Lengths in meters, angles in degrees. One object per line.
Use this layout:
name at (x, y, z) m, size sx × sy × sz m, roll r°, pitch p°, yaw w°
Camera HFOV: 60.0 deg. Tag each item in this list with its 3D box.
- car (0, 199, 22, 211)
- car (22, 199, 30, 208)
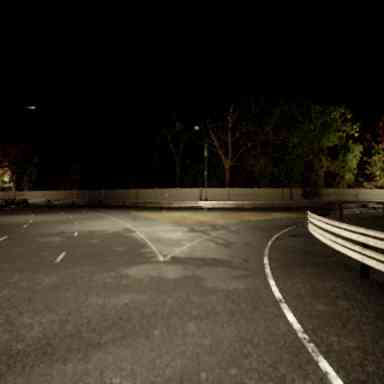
car at (-26.184, 1.879, 47.554) m, size 2.128 × 1.511 × 4.902 m, roll 0°, pitch -1°, yaw -35°
car at (-29.632, 1.957, 57.739) m, size 2.128 × 1.511 × 4.902 m, roll 0°, pitch -1°, yaw -40°
